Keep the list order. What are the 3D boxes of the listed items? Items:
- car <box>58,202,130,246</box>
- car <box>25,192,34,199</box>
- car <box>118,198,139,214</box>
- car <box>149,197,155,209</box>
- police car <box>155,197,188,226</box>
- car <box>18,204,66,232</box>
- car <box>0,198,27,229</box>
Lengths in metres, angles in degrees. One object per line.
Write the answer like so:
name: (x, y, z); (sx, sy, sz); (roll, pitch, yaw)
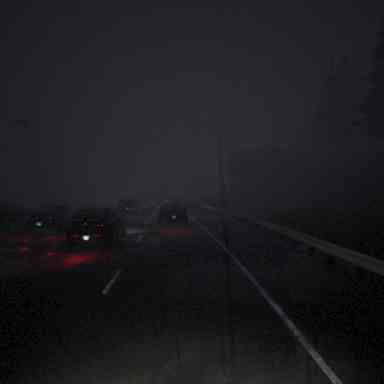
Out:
car: (-4.116, 1.428, 14.778); (1.837, 1.490, 4.892); (0, 0, -4)
car: (-41.322, 0.937, 84.677); (2.097, 1.767, 4.553); (0, 0, -26)
car: (-6.376, 1.316, 33.177); (2.128, 1.511, 4.902); (0, 0, -9)
car: (-4.280, 1.305, 41.045); (1.812, 1.442, 4.674); (0, 1, -11)
police car: (-1.376, 1.301, 22.757); (1.930, 1.638, 5.238); (0, 0, -6)
car: (-8.034, 1.428, 19.277); (1.812, 1.442, 4.674); (0, 0, -5)
car: (-11.696, 1.391, 20.656); (2.128, 1.511, 4.902); (0, 0, -6)
